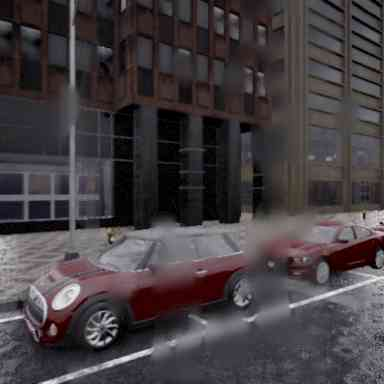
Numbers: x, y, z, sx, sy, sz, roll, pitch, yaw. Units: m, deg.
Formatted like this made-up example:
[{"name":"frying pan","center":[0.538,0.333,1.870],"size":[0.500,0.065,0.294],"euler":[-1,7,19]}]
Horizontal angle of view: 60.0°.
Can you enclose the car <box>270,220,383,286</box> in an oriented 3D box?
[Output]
[{"name":"car","center":[3.784,1.514,9.344],"size":[4.507,1.381,1.887],"euler":[0,0,-36]}]

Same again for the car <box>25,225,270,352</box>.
[{"name":"car","center":[-0.777,1.430,6.091],"size":[4.097,1.590,1.967],"euler":[0,0,-36]}]
